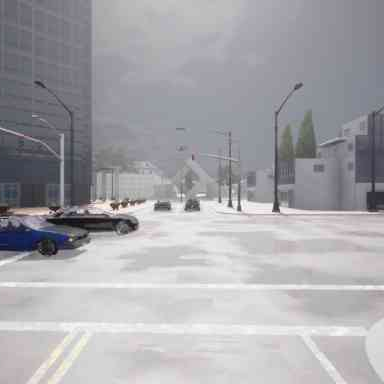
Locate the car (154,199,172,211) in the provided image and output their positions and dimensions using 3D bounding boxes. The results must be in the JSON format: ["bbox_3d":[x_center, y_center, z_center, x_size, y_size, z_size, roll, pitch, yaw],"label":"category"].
[{"bbox_3d":[-3.615,1.596,41.553,1.895,1.301,4.718,0,0,0],"label":"car"}]

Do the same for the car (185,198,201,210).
[{"bbox_3d":[0.063,1.521,42.994,1.812,1.442,4.674,0,0,0],"label":"car"}]

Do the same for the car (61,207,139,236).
[{"bbox_3d":[-5.274,1.521,17.309,4.902,1.511,2.128,0,0,-20],"label":"car"}]

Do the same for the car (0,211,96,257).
[{"bbox_3d":[-6.695,1.578,12.530,5.357,1.411,2.033,0,0,2],"label":"car"}]
